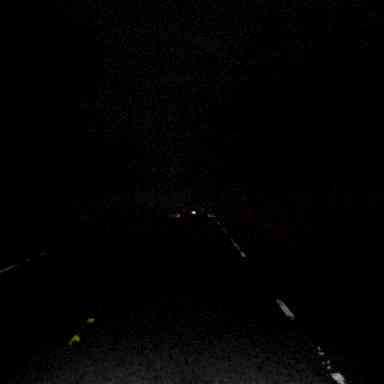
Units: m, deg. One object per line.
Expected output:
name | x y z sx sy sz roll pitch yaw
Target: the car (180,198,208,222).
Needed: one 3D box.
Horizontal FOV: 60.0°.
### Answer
car | 0.125 1.366 24.683 1.994 1.385 4.181 0 0 0
